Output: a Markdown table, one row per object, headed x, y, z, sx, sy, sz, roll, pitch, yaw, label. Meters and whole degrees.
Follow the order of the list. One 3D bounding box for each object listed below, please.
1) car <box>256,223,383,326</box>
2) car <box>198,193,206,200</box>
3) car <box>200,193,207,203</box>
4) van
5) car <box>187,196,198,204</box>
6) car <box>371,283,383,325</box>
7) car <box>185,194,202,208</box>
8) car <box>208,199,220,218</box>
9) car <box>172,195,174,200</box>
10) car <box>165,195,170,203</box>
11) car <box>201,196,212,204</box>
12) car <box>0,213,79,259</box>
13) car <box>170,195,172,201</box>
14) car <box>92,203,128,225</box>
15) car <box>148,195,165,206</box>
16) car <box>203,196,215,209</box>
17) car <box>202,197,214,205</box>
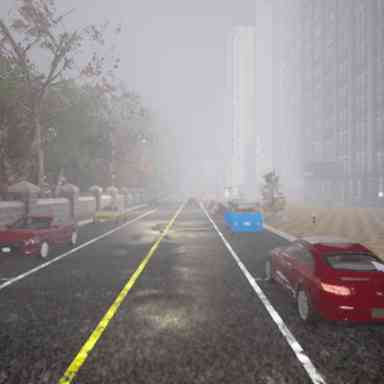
| x | y | z | sx | sy | sz | roll | pitch | yaw | label |
| --- | --- | --- | --- | --- | --- | --- | --- | --- | --- |
| 2.690 | 1.566 | 6.806 | 1.802 | 1.307 | 4.206 | 0 | 0 | 0 | car |
| 2.679 | 1.212 | 91.289 | 2.192 | 1.841 | 5.009 | 0 | 0 | 0 | car |
| 2.684 | 1.349 | 51.864 | 1.967 | 1.590 | 4.097 | 0 | 0 | 0 | car |
| 2.688 | 1.302 | 18.071 | 1.690 | 1.788 | 3.998 | 0 | 0 | 0 | van |
| 0.083 | 1.448 | 63.341 | 2.033 | 1.411 | 5.357 | 0 | 0 | 0 | car |
| 2.690 | 1.579 | 1.174 | 1.802 | 1.307 | 4.206 | 0 | 0 | 0 | car |
| 0.093 | 1.443 | 45.460 | 1.812 | 1.442 | 4.674 | 0 | 0 | 0 | car |
| 2.686 | 1.524 | 29.334 | 1.802 | 1.307 | 4.206 | 0 | 0 | 0 | car |
| -5.700 | 1.339 | 74.391 | 1.967 | 1.590 | 4.097 | 0 | 0 | 0 | car |
| -5.699 | 1.341 | 63.126 | 1.967 | 1.590 | 4.097 | 0 | 0 | 0 | car |
| 2.682 | 1.451 | 63.128 | 2.008 | 1.369 | 4.403 | 0 | 0 | 0 | car |
| -5.692 | 1.517 | 12.437 | 1.887 | 1.381 | 4.507 | 0 | 0 | 0 | car |
| -5.699 | 1.465 | 68.758 | 1.947 | 1.339 | 4.313 | 0 | 0 | 0 | car |
| -5.693 | 1.477 | 23.532 | 1.752 | 1.417 | 4.829 | 0 | 0 | 0 | car |
| -5.696 | 1.475 | 51.863 | 1.947 | 1.339 | 4.313 | 0 | 0 | 0 | car |
| 2.686 | 1.507 | 40.599 | 1.802 | 1.307 | 4.206 | 0 | 0 | 0 | car |
| 2.682 | 1.486 | 57.496 | 1.802 | 1.307 | 4.206 | 0 | 0 | 0 | car |
